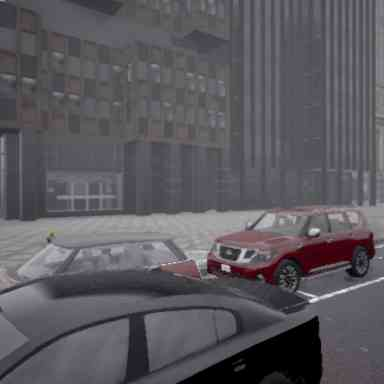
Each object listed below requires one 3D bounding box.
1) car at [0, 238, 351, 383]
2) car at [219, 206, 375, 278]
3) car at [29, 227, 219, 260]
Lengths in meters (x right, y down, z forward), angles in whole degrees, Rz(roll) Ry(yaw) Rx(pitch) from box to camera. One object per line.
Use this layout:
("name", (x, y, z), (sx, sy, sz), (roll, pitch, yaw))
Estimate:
("car", (-1.017, 1.478, 2.651), (5.008, 1.535, 1.882), (0, 0, -35))
("car", (2.770, 1.316, 8.629), (5.009, 1.841, 2.192), (0, 0, -36))
("car", (-1.823, 1.440, 5.353), (4.097, 1.590, 1.967), (0, 0, -36))
